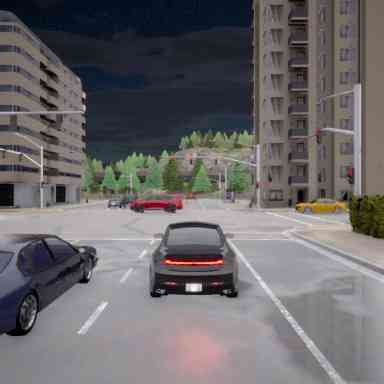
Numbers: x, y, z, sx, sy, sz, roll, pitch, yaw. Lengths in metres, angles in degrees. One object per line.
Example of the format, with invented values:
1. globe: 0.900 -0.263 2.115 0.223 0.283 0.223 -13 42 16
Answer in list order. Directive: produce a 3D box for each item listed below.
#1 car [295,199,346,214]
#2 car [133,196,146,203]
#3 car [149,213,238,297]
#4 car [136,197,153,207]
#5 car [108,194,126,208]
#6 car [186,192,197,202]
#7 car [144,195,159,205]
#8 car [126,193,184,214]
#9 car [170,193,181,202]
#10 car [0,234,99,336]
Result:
1. car: 13.407 1.478 34.791 5.008 1.535 1.882 0 0 3
2. car: -10.632 1.564 67.590 1.994 1.385 4.181 0 0 1
3. car: 0.048 1.505 8.528 1.837 1.490 4.892 0 0 0
4. car: -7.167 1.564 50.946 1.994 1.385 4.181 0 0 0
5. car: -10.671 1.491 47.589 2.128 1.511 4.902 0 0 0
6. car: -0.134 1.064 73.052 2.150 2.045 5.566 0 0 0
7. car: -7.177 1.352 59.524 2.097 1.767 4.553 0 0 0
8. car: -3.657 1.222 34.839 5.566 2.045 2.150 0 0 0
9. car: -3.634 1.194 72.985 2.097 1.767 4.553 0 0 0
10. car: -3.462 1.547 6.598 2.033 1.411 5.357 0 0 0
